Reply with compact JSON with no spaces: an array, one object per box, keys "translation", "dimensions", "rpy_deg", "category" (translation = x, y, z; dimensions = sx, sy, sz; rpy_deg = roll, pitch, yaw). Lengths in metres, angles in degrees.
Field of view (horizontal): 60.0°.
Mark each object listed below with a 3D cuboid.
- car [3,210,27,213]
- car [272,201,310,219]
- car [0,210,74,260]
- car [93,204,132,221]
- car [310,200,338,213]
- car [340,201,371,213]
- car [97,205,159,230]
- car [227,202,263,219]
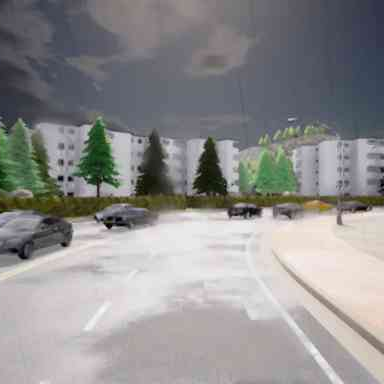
[{"translation":[-9.226,1.679,17.553],"dimensions":[1.812,1.442,4.674],"rpy_deg":[0,-1,12],"category":"car"},{"translation":[9.514,1.782,32.449],"dimensions":[1.837,1.490,4.892],"rpy_deg":[0,-1,39],"category":"car"},{"translation":[-6.382,1.641,13.229],"dimensions":[1.812,1.442,4.674],"rpy_deg":[0,0,7],"category":"car"},{"translation":[-6.020,1.729,27.448],"dimensions":[2.128,1.511,4.902],"rpy_deg":[0,-1,24],"category":"car"},{"translation":[16.287,1.847,43.100],"dimensions":[5.008,1.535,1.882],"rpy_deg":[0,-1,-32],"category":"car"},{"translation":[20.224,1.846,41.412],"dimensions":[4.902,1.511,2.128],"rpy_deg":[0,-1,-29],"category":"car"},{"translation":[-4.108,1.800,22.942],"dimensions":[1.895,1.301,4.718],"rpy_deg":[0,-1,21],"category":"car"},{"translation":[5.284,1.759,32.736],"dimensions":[1.882,1.535,5.008],"rpy_deg":[0,-1,36],"category":"car"}]
